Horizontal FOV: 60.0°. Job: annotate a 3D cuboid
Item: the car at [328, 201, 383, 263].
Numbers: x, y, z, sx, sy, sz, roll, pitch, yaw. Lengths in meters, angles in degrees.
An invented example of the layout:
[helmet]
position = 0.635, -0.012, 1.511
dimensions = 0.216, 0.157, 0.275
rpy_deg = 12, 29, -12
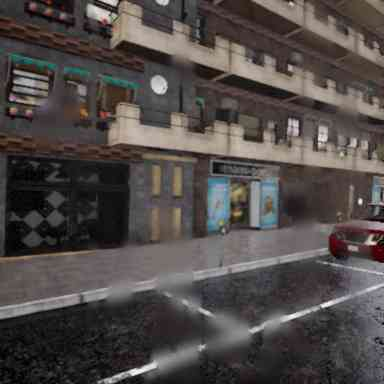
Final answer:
[car]
position = 6.545, 1.238, 10.729
dimensions = 5.009, 1.841, 2.192
rpy_deg = 0, 2, -35
